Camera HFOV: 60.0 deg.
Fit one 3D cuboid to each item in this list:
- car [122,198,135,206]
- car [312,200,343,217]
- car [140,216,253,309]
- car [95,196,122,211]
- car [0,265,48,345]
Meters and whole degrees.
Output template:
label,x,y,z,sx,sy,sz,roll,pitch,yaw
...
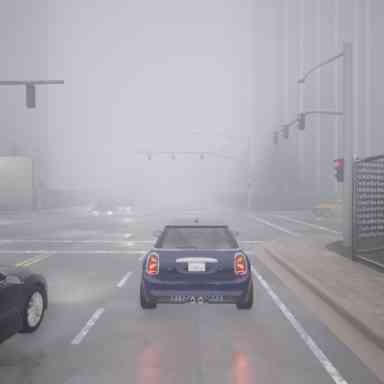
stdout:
label,x,y,z,sx,sy,sz,roll,pitch,yaw
car,-10.464,1.595,53.155,1.895,1.301,4.718,0,0,0
car,13.337,1.419,29.734,5.008,1.535,1.882,0,0,0
car,0.098,1.351,8.017,2.097,1.767,4.553,0,0,0
car,-10.501,1.348,41.277,2.097,1.767,4.553,0,0,0
car,-3.430,1.504,3.893,1.837,1.490,4.892,0,0,0
